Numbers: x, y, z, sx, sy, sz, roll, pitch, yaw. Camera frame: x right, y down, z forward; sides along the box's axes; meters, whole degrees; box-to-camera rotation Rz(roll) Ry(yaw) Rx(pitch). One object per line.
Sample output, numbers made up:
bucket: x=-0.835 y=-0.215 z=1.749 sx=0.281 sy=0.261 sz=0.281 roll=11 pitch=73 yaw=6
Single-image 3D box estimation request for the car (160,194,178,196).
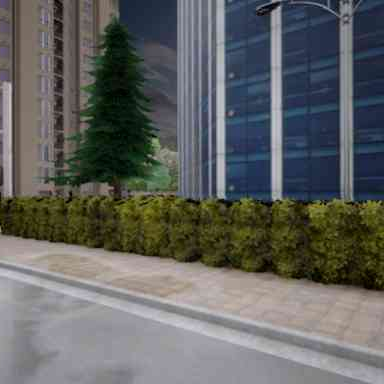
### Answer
car: x=-2.450 y=1.316 z=43.620 sx=2.150 sy=2.045 sz=5.566 roll=0 pitch=0 yaw=36
